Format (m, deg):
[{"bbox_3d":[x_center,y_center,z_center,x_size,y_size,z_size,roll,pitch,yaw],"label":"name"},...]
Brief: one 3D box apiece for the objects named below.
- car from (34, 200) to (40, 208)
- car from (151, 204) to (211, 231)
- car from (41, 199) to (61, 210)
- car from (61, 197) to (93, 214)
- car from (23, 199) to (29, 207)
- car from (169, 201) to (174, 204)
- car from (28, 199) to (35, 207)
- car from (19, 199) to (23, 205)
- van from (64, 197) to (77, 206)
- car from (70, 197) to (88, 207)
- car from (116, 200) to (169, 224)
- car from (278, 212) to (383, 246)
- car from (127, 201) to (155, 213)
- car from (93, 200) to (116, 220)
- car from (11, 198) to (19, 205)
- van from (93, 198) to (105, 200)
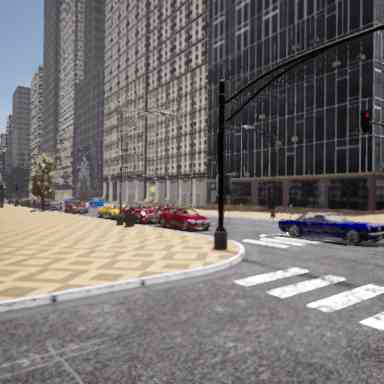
[{"bbox_3d":[-23.341,1.983,53.188,1.947,1.339,4.313,0,-1,-35],"label":"car"},{"bbox_3d":[-0.556,1.618,20.576,1.802,1.307,4.206,0,-1,-35],"label":"car"},{"bbox_3d":[-20.086,1.914,48.529,2.008,1.369,4.403,0,-1,-35],"label":"car"},{"bbox_3d":[-13.576,1.694,39.213,1.967,1.590,4.097,0,-1,-35],"label":"car"},{"bbox_3d":[-29.852,2.077,62.506,2.008,1.369,4.403,0,-1,-35],"label":"car"},{"bbox_3d":[-3.452,1.755,39.352,1.967,1.590,4.097,0,-1,-35],"label":"car"},{"bbox_3d":[-26.596,2.017,57.847,1.887,1.381,4.507,0,-1,-35],"label":"car"},{"bbox_3d":[-33.106,2.163,67.165,1.802,1.307,4.206,0,-1,-35],"label":"car"},{"bbox_3d":[-26.237,2.038,71.966,1.690,1.788,3.998,0,-1,-35],"label":"van"},{"bbox_3d":[-22.982,1.957,67.307,2.192,1.841,5.009,0,-1,-35],"label":"car"},{"bbox_3d":[-3.811,1.531,25.236,1.967,1.590,4.097,0,-1,-35],"label":"car"},{"bbox_3d":[6.385,1.593,15.340,1.895,1.301,4.718,0,-1,-35],"label":"car"},{"bbox_3d":[-6.803,1.896,44.149,1.752,1.417,4.829,0,-1,-35],"label":"car"},{"bbox_3d":[-6.969,1.669,29.755,1.752,1.417,4.829,0,-1,-35],"label":"car"},{"bbox_3d":[-39.616,2.241,76.483,2.008,1.369,4.403,0,-1,-35],"label":"car"},{"bbox_3d":[-16.472,1.874,57.989,1.690,1.788,3.998,0,-1,-35],"label":"van"}]
